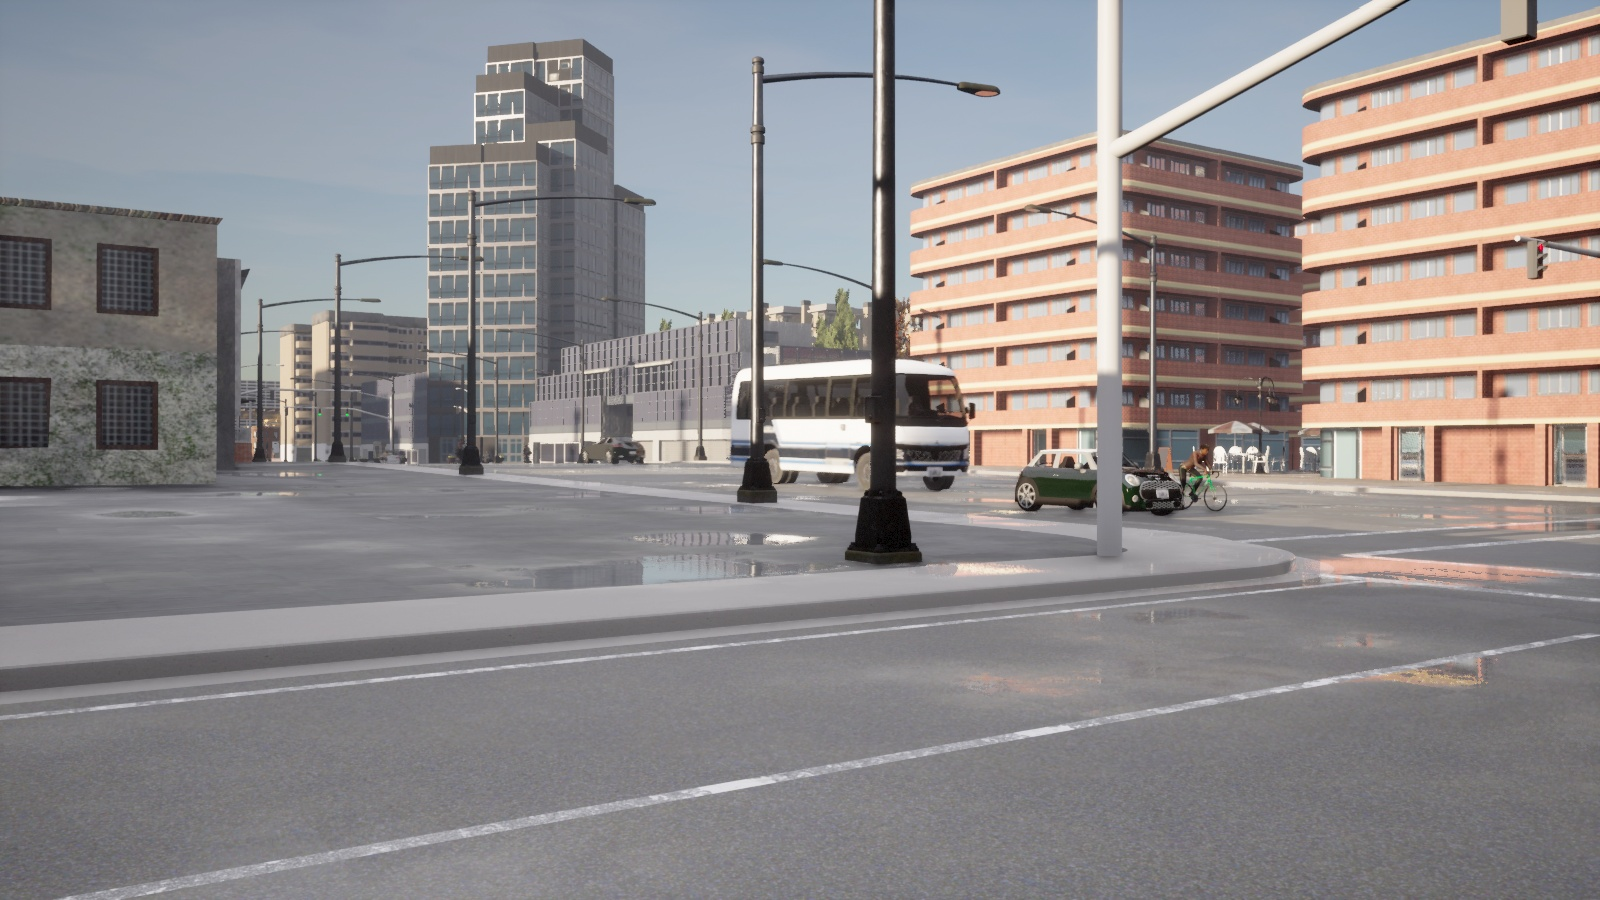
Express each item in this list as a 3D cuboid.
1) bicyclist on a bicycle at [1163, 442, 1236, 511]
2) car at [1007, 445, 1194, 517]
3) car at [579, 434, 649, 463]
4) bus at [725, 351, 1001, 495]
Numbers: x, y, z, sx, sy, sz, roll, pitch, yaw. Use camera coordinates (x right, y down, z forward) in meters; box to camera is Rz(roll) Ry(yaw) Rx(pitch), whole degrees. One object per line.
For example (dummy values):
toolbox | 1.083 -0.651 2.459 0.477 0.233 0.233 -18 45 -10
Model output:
bicyclist on a bicycle | 9.688 0.629 30.501 0.582 1.620 1.656 0 1 -34
car | 6.768 0.646 28.573 1.970 1.475 3.806 0 1 -33
car | -11.038 -0.101 74.202 2.152 1.651 5.027 0 0 -34
bus | 1.762 -0.868 42.393 3.944 4.253 10.273 0 1 -33
